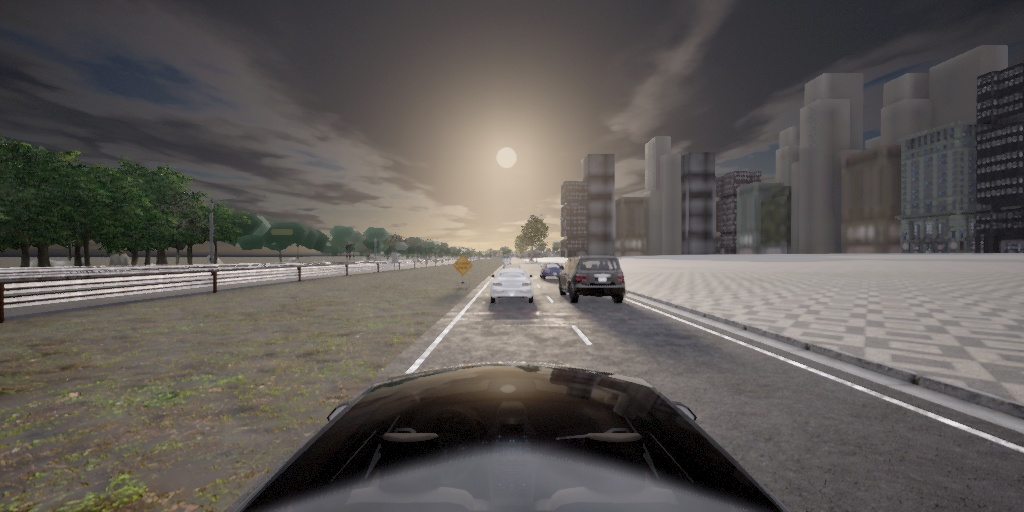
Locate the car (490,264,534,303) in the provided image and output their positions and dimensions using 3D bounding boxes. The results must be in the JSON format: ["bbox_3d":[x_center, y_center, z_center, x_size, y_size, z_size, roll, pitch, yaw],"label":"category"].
[{"bbox_3d":[0.001,1.279,16.500,1.812,1.442,4.674,0,0,0],"label":"car"}]

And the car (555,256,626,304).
[{"bbox_3d":[3.501,1.003,16.530,2.150,2.045,5.566,0,0,0],"label":"car"}]

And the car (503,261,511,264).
[{"bbox_3d":[0.000,1.356,31.530,1.895,1.301,4.718,0,0,0],"label":"car"}]

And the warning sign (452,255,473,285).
[{"bbox_3d":[-3.050,0.857,22.280,1.300,1.860,1.060,0,0,0],"label":"warning sign"}]

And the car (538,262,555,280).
[{"bbox_3d":[3.500,1.272,31.500,1.812,1.442,4.674,0,0,0],"label":"car"}]
